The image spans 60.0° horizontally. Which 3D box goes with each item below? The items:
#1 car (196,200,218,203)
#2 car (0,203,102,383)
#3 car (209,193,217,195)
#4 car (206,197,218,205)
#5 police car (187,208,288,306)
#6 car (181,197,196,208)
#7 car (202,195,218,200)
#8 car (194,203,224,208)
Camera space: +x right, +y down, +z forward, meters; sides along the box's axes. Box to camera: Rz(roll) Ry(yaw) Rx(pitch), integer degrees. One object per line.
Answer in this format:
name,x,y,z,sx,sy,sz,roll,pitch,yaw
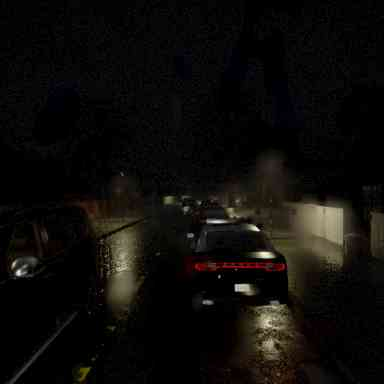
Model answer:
car,1.423,1.537,24.059,1.812,1.442,4.674,0,0,3
car,-2.806,1.222,4.237,2.150,2.045,5.566,0,0,1
car,5.761,1.331,91.416,2.150,2.045,5.566,0,0,10
car,3.757,1.651,61.064,1.895,1.301,4.718,0,0,7
police car,0.896,1.427,8.247,1.930,1.638,5.238,0,0,1
car,-0.390,1.528,48.800,2.128,1.511,4.902,0,0,6
car,2.189,1.523,45.906,2.128,1.511,4.902,0,0,6
car,1.166,1.533,18.090,1.812,1.442,4.674,0,0,2
